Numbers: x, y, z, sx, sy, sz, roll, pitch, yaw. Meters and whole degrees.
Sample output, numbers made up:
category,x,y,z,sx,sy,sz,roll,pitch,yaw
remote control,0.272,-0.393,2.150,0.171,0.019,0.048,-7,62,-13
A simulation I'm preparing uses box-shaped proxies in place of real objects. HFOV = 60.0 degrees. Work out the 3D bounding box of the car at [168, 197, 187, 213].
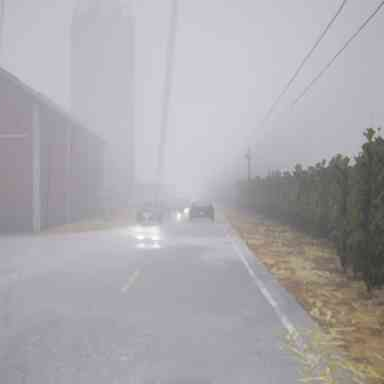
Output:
category,x,y,z,sx,sy,sz,roll,pitch,yaw
car,-2.021,1.323,36.251,2.097,1.767,4.553,0,0,4

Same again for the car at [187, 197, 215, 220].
category,x,y,z,sx,sy,sz,roll,pitch,yaw
car,0.853,1.456,27.643,1.882,1.535,5.008,0,0,3

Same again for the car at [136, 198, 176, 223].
category,x,y,z,sx,sy,sz,roll,pitch,yaw
car,-2.822,1.473,25.137,2.128,1.511,4.902,0,0,6
